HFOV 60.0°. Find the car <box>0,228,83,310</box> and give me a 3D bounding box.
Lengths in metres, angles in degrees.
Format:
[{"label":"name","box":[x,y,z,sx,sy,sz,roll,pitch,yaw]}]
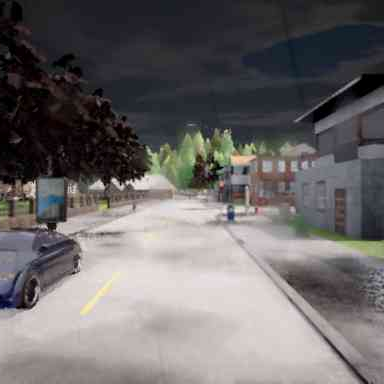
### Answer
[{"label":"car","box":[-4.054,1.556,7.671,1.994,1.385,4.181,0,0,0]}]
